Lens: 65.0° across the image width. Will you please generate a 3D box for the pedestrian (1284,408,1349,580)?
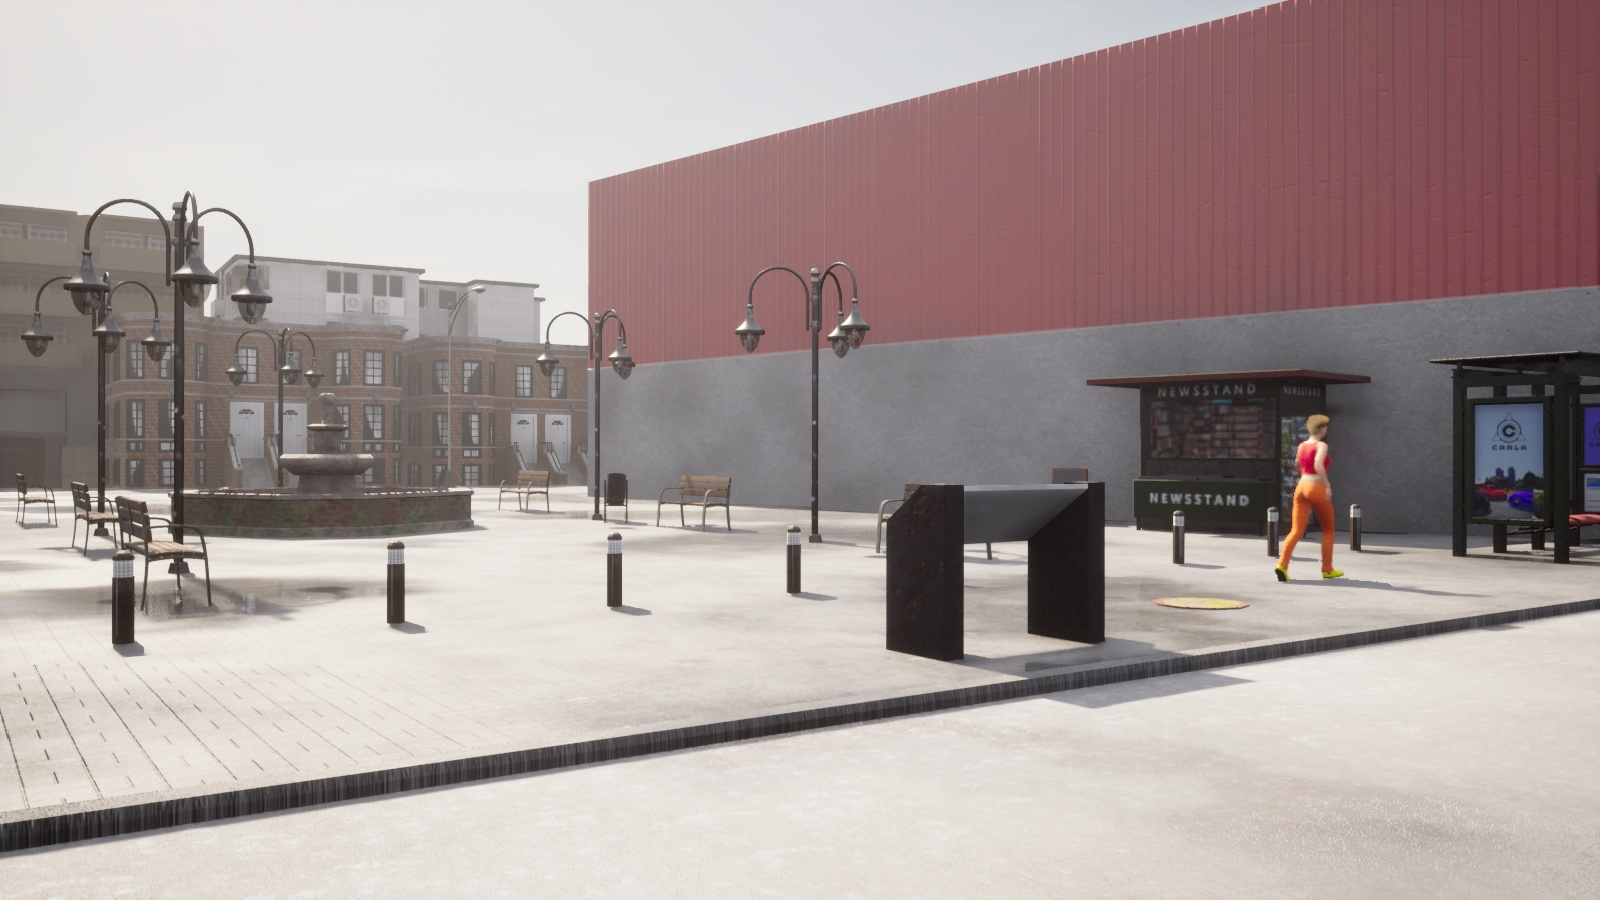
[{"bbox_3d":[5.653,0.472,13.756,0.594,1.836,0.345,0,0,-25],"label":"pedestrian"}]
